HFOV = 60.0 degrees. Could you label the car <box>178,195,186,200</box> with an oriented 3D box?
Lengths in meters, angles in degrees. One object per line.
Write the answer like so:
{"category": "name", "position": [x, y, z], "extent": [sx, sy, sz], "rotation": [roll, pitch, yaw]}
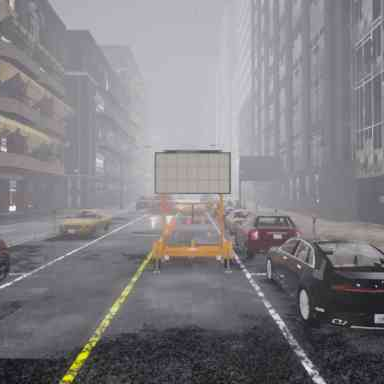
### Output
{"category": "car", "position": [-2.808, 1.484, 90.448], "extent": [1.837, 1.490, 4.892], "rotation": [0, 0, 0]}

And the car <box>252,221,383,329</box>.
{"category": "car", "position": [2.716, 1.553, 6.872], "extent": [2.008, 1.369, 4.403], "rotation": [1, 0, 0]}

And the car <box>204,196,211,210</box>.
{"category": "car", "position": [2.788, 1.567, 40.783], "extent": [1.947, 1.339, 4.313], "rotation": [1, 0, 0]}

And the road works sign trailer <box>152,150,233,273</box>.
{"category": "road works sign trailer", "position": [0.023, 0.467, 10.642], "extent": [2.380, 3.560, 2.880], "rotation": [0, 0, 0]}

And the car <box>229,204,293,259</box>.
{"category": "car", "position": [2.730, 1.444, 12.525], "extent": [1.967, 1.590, 4.097], "rotation": [1, 0, 0]}

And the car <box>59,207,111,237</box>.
{"category": "car", "position": [-5.640, 1.530, 18.025], "extent": [1.752, 1.417, 4.829], "rotation": [1, 0, 0]}

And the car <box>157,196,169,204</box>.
{"category": "car", "position": [-5.544, 1.559, 63.407], "extent": [1.947, 1.339, 4.313], "rotation": [1, 0, 0]}

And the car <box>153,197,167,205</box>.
{"category": "car", "position": [-5.556, 1.540, 57.757], "extent": [1.887, 1.381, 4.507], "rotation": [1, 0, 0]}

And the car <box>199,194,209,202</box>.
{"category": "car", "position": [2.852, 1.305, 69.039], "extent": [2.192, 1.841, 5.009], "rotation": [1, 0, 0]}

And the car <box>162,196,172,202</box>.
{"category": "car", "position": [-5.520, 1.532, 74.711], "extent": [1.887, 1.381, 4.507], "rotation": [1, 0, 0]}

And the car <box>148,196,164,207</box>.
{"category": "car", "position": [-5.566, 1.437, 52.104], "extent": [1.967, 1.590, 4.097], "rotation": [1, 0, 0]}

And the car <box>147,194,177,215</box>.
{"category": "car", "position": [-3.028, 1.224, 34.740], "extent": [2.150, 2.045, 5.566], "rotation": [0, 0, 0]}

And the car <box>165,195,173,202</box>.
{"category": "car", "position": [-5.508, 1.509, 80.191], "extent": [1.752, 1.417, 4.829], "rotation": [1, 0, 0]}

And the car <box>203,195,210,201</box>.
{"category": "car", "position": [2.801, 1.524, 46.604], "extent": [1.752, 1.417, 4.829], "rotation": [1, 0, 0]}

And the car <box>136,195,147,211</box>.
{"category": "car", "position": [-5.588, 1.316, 40.802], "extent": [2.192, 1.841, 5.009], "rotation": [1, 0, 0]}

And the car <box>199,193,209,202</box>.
{"category": "car", "position": [2.876, 1.298, 80.342], "extent": [2.192, 1.841, 5.009], "rotation": [1, 0, 0]}

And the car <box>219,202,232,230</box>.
{"category": "car", "position": [2.741, 1.530, 18.346], "extent": [1.752, 1.417, 4.829], "rotation": [1, 0, 0]}

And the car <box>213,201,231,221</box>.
{"category": "car", "position": [2.752, 1.587, 23.828], "extent": [1.802, 1.307, 4.206], "rotation": [1, 0, 0]}

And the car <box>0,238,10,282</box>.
{"category": "car", "position": [-5.662, 1.442, 6.891], "extent": [1.967, 1.590, 4.097], "rotation": [1, 0, 0]}

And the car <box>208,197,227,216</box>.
{"category": "car", "position": [2.766, 1.444, 29.478], "extent": [1.967, 1.590, 4.097], "rotation": [1, 0, 0]}
